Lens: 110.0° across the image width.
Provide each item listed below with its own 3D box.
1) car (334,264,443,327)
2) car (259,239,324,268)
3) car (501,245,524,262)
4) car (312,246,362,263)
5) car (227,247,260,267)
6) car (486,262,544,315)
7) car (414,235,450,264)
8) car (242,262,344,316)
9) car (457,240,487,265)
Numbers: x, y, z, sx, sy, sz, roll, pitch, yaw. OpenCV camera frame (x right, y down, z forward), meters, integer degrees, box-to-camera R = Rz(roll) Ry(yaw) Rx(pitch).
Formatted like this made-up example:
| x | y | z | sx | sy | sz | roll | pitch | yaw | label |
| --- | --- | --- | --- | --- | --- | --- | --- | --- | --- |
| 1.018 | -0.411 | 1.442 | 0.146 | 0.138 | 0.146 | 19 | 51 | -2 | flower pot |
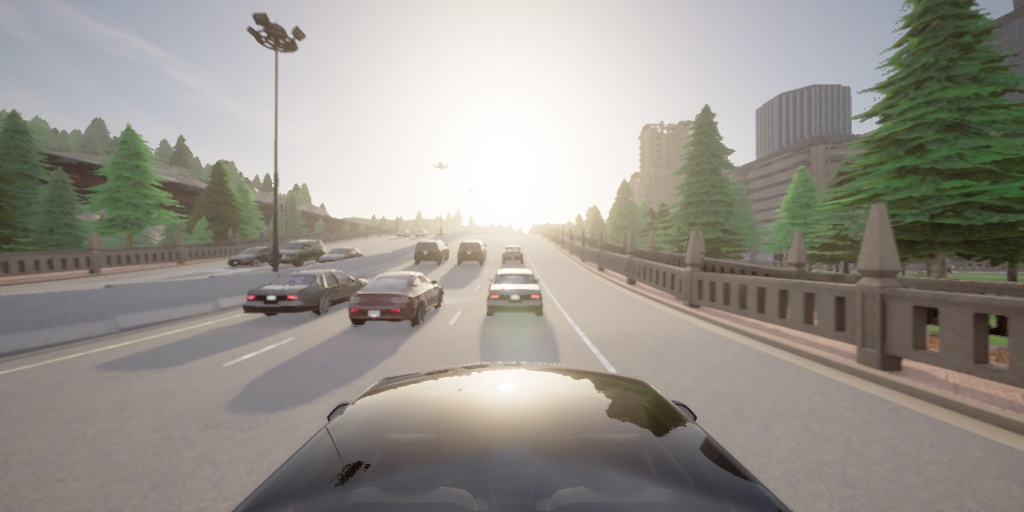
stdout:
| x | y | z | sx | sy | sz | roll | pitch | yaw | label |
| --- | --- | --- | --- | --- | --- | --- | --- | --- | --- |
| -3.419 | 1.196 | 11.184 | 1.812 | 1.442 | 4.674 | 0 | 2 | 0 | car |
| -17.616 | -0.256 | 29.650 | 2.150 | 2.045 | 5.566 | 0 | 6 | 0 | car |
| 0.077 | -0.272 | 32.417 | 2.128 | 1.511 | 4.902 | 0 | 6 | 0 | car |
| -14.115 | 0.020 | 29.733 | 1.837 | 1.490 | 4.892 | 0 | 6 | 0 | car |
| -21.114 | 0.020 | 29.744 | 1.837 | 1.490 | 4.892 | 0 | 6 | 0 | car |
| 0.089 | 1.165 | 12.907 | 2.033 | 1.411 | 5.357 | 0 | 2 | 0 | car |
| -6.921 | -0.424 | 31.307 | 2.150 | 2.045 | 5.566 | 0 | 6 | 0 | car |
| -6.911 | 1.170 | 12.807 | 2.033 | 1.411 | 5.357 | 0 | 2 | 0 | car |
| -3.421 | -0.427 | 31.327 | 2.150 | 2.045 | 5.566 | 0 | 6 | 0 | car |
